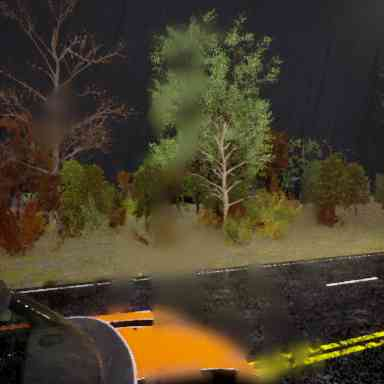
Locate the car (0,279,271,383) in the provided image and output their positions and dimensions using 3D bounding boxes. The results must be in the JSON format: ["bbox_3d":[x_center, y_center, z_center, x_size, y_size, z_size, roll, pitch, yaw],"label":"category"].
[{"bbox_3d":[-1.513,1.359,1.865,4.553,1.767,2.097,0,0,-23],"label":"car"}]
